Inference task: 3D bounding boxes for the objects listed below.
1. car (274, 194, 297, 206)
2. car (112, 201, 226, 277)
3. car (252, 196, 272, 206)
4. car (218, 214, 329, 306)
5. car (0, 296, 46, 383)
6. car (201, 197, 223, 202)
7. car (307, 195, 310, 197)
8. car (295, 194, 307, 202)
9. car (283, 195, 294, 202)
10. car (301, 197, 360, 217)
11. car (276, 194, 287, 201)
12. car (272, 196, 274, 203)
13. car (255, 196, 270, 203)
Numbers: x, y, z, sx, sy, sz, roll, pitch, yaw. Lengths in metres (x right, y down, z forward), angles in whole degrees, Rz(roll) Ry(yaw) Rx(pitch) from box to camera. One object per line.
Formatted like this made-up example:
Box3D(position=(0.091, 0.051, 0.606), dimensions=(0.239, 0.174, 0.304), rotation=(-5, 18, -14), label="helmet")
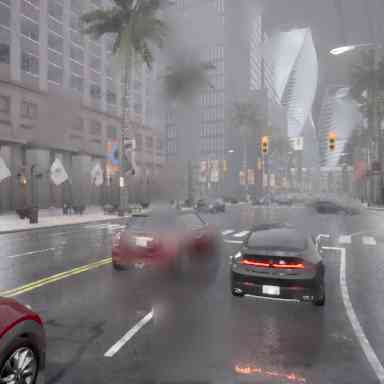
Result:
Box3D(position=(15.396, 1.547, 54.775), dimensions=(2.033, 1.411, 5.357), rotation=(0, 0, 25), label="car")
Box3D(position=(-0.533, 1.352, 10.591), dimensions=(2.097, 1.767, 4.553), rotation=(0, 0, 21), label="car")
Box3D(position=(11.023, 1.564, 53.650), dimensions=(1.994, 1.385, 4.181), rotation=(0, 0, 25), label="car")
Box3D(position=(2.251, 1.505, 8.224), dimensions=(1.837, 1.490, 4.892), rotation=(0, 0, 20), label="car")
Box3D(position=(-2.960, 1.352, 2.123), dimensions=(2.097, 1.767, 4.553), rotation=(0, 0, 7), label="car")
Box3D(position=(1.873, 1.352, 33.765), dimensions=(2.097, 1.767, 4.553), rotation=(0, 0, 25), label="car")
Box3D(position=(27.940, 1.477, 81.806), dimensions=(1.882, 1.535, 5.008), rotation=(0, 0, 25), label="car")
Box3D(position=(21.845, 1.355, 68.599), dimensions=(2.097, 1.767, 4.553), rotation=(0, 0, 25), label="car")
Box3D(position=(23.291, 1.478, 80.062), dimensions=(1.882, 1.535, 5.008), rotation=(0, 0, 25), label="car")
Box3D(position=(13.304, 1.505, 31.614), dimensions=(1.837, 1.490, 4.892), rotation=(-2, 1, -35), label="car")
Box3D(position=(24.019, 1.354, 89.180), dimensions=(2.185, 1.767, 4.553), rotation=(0, 0, 24), label="car")
Box3D(position=(16.828, 1.478, 66.089), dimensions=(1.882, 1.535, 5.008), rotation=(0, 0, 25), label="car")
Box3D(position=(14.795, 1.513, 69.282), dimensions=(2.161, 1.482, 4.786), rotation=(0, 0, 24), label="car")
